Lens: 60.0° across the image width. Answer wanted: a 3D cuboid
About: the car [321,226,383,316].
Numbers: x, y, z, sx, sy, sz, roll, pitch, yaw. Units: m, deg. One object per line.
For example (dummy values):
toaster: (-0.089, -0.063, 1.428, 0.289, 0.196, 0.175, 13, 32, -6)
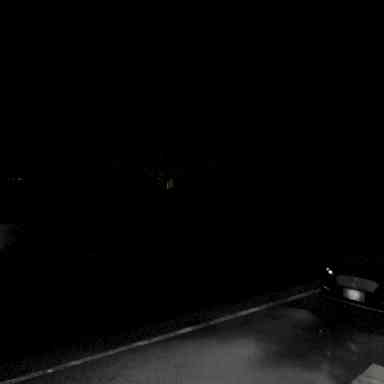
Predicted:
car: (4.722, 1.491, 7.154, 4.902, 1.511, 2.128, 0, 0, -37)
